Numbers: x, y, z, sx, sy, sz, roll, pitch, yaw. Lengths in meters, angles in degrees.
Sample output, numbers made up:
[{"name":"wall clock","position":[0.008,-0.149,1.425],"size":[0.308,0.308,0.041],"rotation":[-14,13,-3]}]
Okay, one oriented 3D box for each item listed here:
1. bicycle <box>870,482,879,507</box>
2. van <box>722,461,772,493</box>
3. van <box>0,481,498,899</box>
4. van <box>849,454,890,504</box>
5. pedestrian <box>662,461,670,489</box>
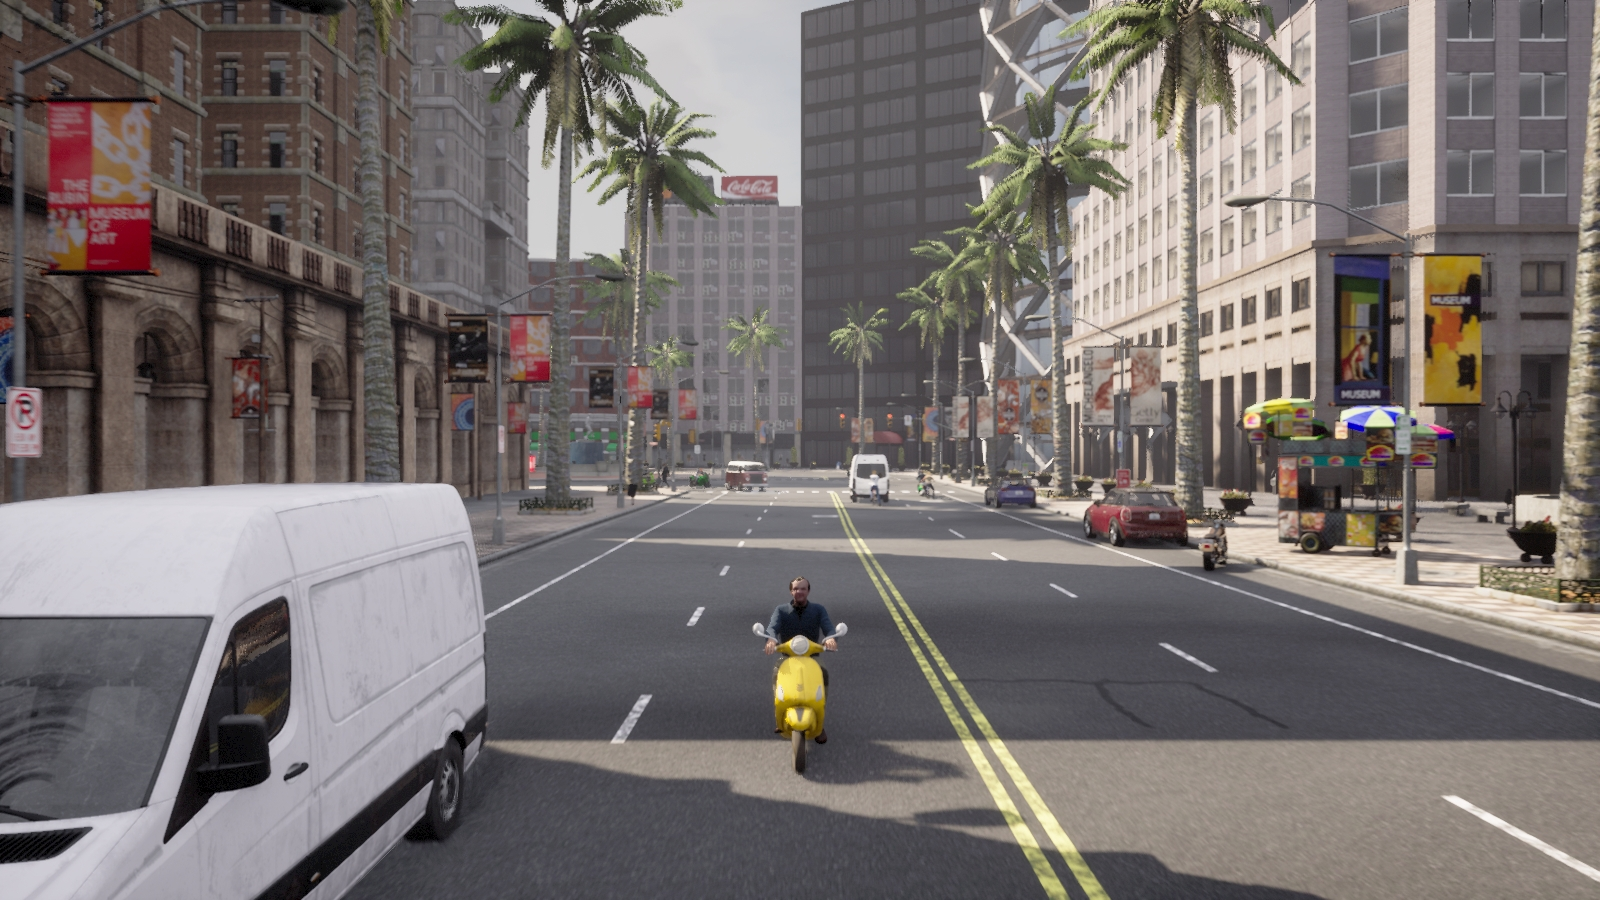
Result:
[{"name":"bicycle","position":[3.716,2.212,57.293],"size":[0.373,1.196,1.643],"rotation":[0,0,1]},{"name":"van","position":[-3.634,1.793,77.215],"size":[2.069,2.038,4.480],"rotation":[1,-1,-20]},{"name":"van","position":[-3.504,1.535,6.543],"size":[1.988,2.561,5.915],"rotation":[0,0,0]},{"name":"van","position":[3.781,1.542,63.117],"size":[1.988,2.561,5.915],"rotation":[0,0,1]},{"name":"pedestrian","position":[-9.065,1.704,77.348],"size":[0.375,1.860,0.375],"rotation":[0,0,38]}]
